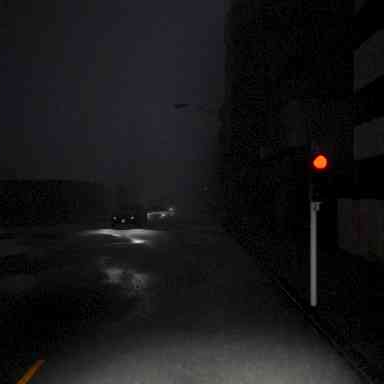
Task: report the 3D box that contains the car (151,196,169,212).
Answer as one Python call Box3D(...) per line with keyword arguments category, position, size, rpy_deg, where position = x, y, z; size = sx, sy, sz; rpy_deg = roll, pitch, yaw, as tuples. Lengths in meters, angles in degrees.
Box3D(category="car", position=(-4.148, 1.478, 39.687), size=(1.882, 1.535, 5.008), rpy_deg=(0, 1, 0))

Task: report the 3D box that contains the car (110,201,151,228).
Box3D(category="car", position=(-4.128, 1.507, 22.357), size=(1.837, 1.490, 4.892), rpy_deg=(0, -1, 0))

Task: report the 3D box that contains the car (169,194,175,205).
Box3D(category="car", position=(-4.080, 1.513, 56.960), size=(1.837, 1.490, 4.892), rpy_deg=(0, 0, 0))
